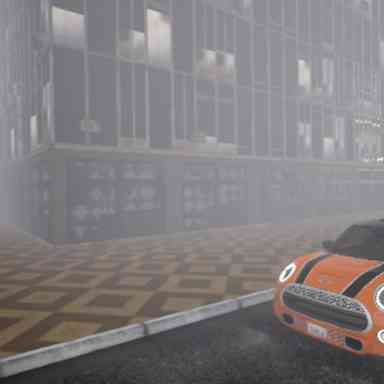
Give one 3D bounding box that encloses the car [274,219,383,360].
[{"bbox_3d":[3.557,1.307,5.906,4.553,1.767,2.097,-1,0,-35],"label":"car"}]
